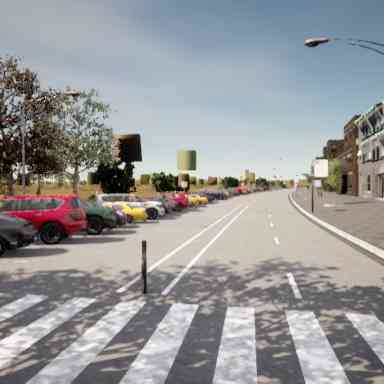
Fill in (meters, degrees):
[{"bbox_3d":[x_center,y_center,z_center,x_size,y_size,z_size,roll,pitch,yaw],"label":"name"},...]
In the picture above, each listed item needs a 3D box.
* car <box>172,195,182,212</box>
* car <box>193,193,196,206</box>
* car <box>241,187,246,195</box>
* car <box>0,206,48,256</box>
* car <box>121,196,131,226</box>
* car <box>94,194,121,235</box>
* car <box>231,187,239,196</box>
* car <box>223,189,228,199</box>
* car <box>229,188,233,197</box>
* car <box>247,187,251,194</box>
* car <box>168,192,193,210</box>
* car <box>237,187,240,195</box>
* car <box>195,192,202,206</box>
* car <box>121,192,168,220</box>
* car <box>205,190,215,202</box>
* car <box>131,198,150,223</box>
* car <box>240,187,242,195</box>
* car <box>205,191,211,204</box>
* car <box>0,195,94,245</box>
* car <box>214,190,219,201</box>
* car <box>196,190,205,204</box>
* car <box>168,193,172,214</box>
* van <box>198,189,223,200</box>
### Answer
[{"bbox_3d":[-3.722,1.388,31.859,4.792,1.488,2.163,-1,1,-8],"label":"car"},{"bbox_3d":[-2.370,1.257,37.668,4.892,1.521,2.231,-1,1,-7],"label":"car"},{"bbox_3d":[9.888,-0.117,83.558,5.566,2.045,2.435,-1,1,-3],"label":"car"},{"bbox_3d":[-7.979,1.438,11.496,4.892,1.521,2.231,-1,0,-9],"label":"car"},{"bbox_3d":[-6.247,1.315,20.235,4.553,1.767,2.185,-1,0,-8],"label":"car"},{"bbox_3d":[-6.790,1.188,17.339,5.566,2.045,2.435,-1,0,-9],"label":"car"},{"bbox_3d":[7.388,0.332,75.029,4.892,1.521,2.231,-1,1,-4],"label":"car"},{"bbox_3d":[3.408,0.677,60.720,5.008,1.535,2.097,-1,1,-5],"label":"car"},{"bbox_3d":[4.978,0.536,66.444,5.008,1.535,2.097,-1,1,-5],"label":"car"},{"bbox_3d":[12.737,-0.062,92.091,5.366,1.575,1.946,-1,1,-3],"label":"car"},{"bbox_3d":[-3.066,1.061,34.755,5.566,2.045,2.435,-1,1,-7],"label":"car"},{"bbox_3d":[8.256,0.138,77.869,4.553,1.767,2.185,-1,1,-4],"label":"car"},{"bbox_3d":[-1.675,1.189,40.555,5.008,1.535,2.097,-1,1,-7],"label":"car"},{"bbox_3d":[-4.954,1.168,26.065,5.566,2.045,2.435,-1,0,-8],"label":"car"},{"bbox_3d":[0.443,0.969,49.209,5.008,1.535,2.097,-1,1,-6],"label":"car"},{"bbox_3d":[-5.787,1.435,23.110,5.366,1.575,1.946,-1,0,-8],"label":"car"},{"bbox_3d":[9.066,0.238,80.727,4.674,1.452,2.002,-1,1,-4],"label":"car"},{"bbox_3d":[-0.465,1.044,46.308,5.366,1.575,1.946,-1,1,-6],"label":"car"},{"bbox_3d":[-7.435,1.187,14.407,5.566,2.045,2.435,-1,0,-9],"label":"car"},{"bbox_3d":[1.157,0.895,52.099,5.008,1.535,2.097,-1,1,-6],"label":"car"},{"bbox_3d":[-1.017,0.991,43.444,4.553,1.767,2.185,-1,1,-6],"label":"car"},{"bbox_3d":[-4.314,1.268,28.966,4.553,1.767,2.185,-1,1,-8],"label":"car"},{"bbox_3d":[2.532,0.526,57.822,4.442,1.987,1.878,-1,1,-5],"label":"van"}]
